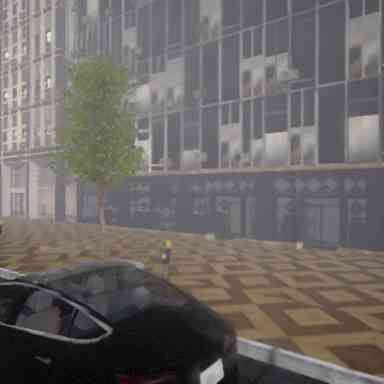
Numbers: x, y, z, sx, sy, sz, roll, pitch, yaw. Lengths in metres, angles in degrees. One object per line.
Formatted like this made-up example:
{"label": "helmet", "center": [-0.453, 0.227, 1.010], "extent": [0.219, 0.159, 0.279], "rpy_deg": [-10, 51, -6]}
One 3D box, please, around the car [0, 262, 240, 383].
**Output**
{"label": "car", "center": [-1.527, 1.541, 3.965], "extent": [4.313, 1.339, 1.947], "rpy_deg": [1, 0, 35]}
